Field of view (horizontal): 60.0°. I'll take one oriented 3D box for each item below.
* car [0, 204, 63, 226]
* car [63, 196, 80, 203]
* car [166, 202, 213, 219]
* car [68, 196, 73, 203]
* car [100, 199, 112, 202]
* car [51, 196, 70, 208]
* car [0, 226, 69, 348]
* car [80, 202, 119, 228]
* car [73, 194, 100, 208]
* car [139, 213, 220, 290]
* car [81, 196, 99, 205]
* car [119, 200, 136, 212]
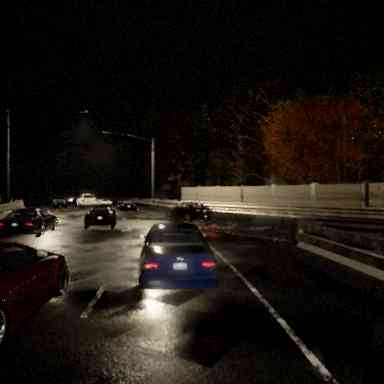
[{"bbox_3d":[-8.738,1.586,18.012,2.033,1.411,5.357,0,0,-11],"label":"car"},{"bbox_3d":[-25.788,1.528,70.869,1.812,1.442,4.674,0,0,-41],"label":"car"},{"bbox_3d":[-0.310,1.543,25.797,2.128,1.511,4.902,0,0,-32],"label":"car"},{"bbox_3d":[-22.377,1.662,66.455,2.128,1.511,4.902,0,0,-39],"label":"car"},{"bbox_3d":[-14.440,1.713,53.874,1.895,1.301,4.718,0,0,-29],"label":"car"},{"bbox_3d":[-19.902,1.705,49.541,1.895,1.301,4.718,0,0,-28],"label":"car"},{"bbox_3d":[-3.719,1.577,5.954,1.994,1.385,4.181,0,0,-3],"label":"car"},{"bbox_3d":[-6.240,1.612,22.837,1.994,1.385,4.181,0,0,-12],"label":"car"},{"bbox_3d":[-15.487,1.323,48.649,2.150,2.045,5.566,0,0,-27],"label":"car"},{"bbox_3d":[-0.491,1.566,9.282,2.033,1.411,5.357,0,0,-6],"label":"car"},{"bbox_3d":[-18.790,1.606,61.096,1.882,1.535,5.008,0,0,-33],"label":"car"},{"bbox_3d":[-8.112,1.647,40.639,1.994,1.385,4.181,0,0,-22],"label":"car"}]
